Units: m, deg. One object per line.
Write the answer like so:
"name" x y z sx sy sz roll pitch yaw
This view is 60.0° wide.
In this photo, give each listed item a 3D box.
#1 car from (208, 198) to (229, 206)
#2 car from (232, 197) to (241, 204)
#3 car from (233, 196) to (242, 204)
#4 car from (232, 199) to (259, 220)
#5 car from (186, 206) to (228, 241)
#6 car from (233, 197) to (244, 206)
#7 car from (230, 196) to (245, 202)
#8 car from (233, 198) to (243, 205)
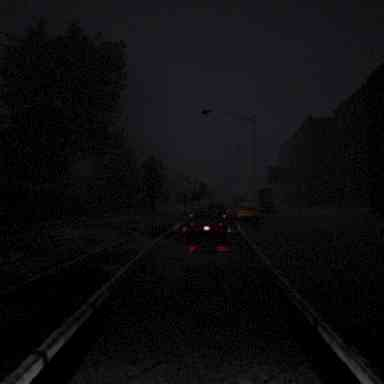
"car" 2.822 1.750 37.415 2.128 1.511 4.902 0 -1 7
"car" 11.309 2.156 84.534 2.163 1.488 4.792 0 0 6
"car" 10.756 1.959 78.940 2.185 1.767 4.553 1 0 7
"car" 4.845 1.664 29.482 2.097 1.535 5.008 0 -1 6
"car" 0.812 1.637 17.190 1.994 1.385 4.181 0 0 4
"car" 9.434 1.871 67.920 2.185 1.767 4.553 0 0 7
"car" 8.781 1.701 62.474 2.435 2.045 5.566 0 0 7
"car" 10.098 2.042 73.451 2.231 1.521 4.892 0 0 7
